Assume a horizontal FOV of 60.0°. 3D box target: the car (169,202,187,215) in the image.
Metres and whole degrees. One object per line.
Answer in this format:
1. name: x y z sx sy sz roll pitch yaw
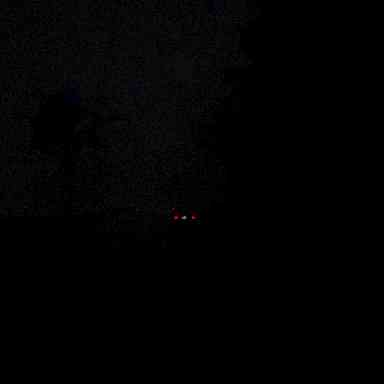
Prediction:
1. car: -1.771 2.010 41.197 2.033 1.411 5.357 0 -1 -5

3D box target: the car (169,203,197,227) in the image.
1. car: -0.621 1.803 24.874 2.033 1.411 5.357 0 -1 -3
